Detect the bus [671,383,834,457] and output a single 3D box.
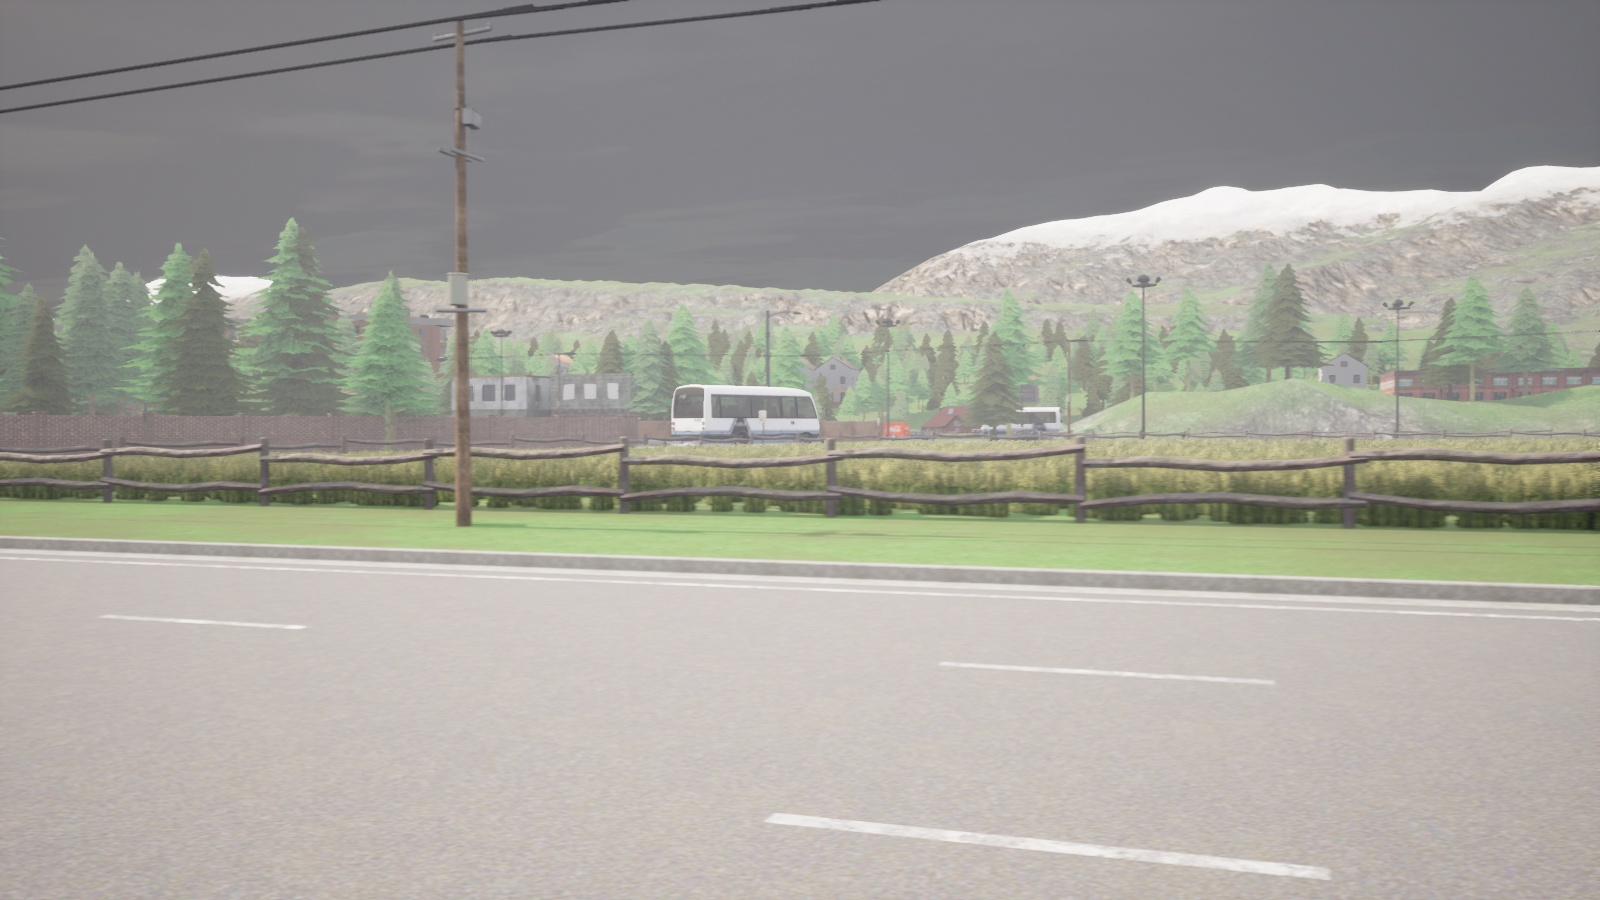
[{"bbox_3d":[-2.798,-1.808,77.891,3.944,4.253,10.273,1,1,44],"label":"bus"}]
